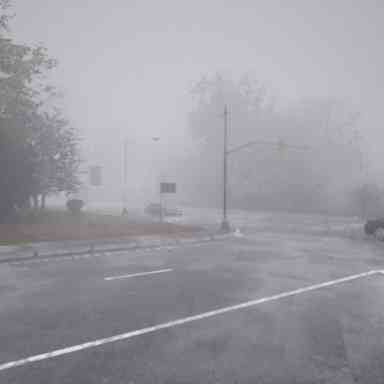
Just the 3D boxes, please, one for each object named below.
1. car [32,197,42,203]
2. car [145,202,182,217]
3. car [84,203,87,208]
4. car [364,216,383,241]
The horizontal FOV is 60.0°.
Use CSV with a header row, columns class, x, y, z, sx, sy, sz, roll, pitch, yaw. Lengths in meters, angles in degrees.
class,x,y,z,sx,sy,sz,roll,pitch,yaw
car,-33.566,1.649,71.743,1.882,1.535,5.008,1,0,-39
car,-2.901,1.769,33.411,1.837,1.490,4.892,1,0,-39
car,-18.242,1.751,52.586,1.994,1.385,4.181,1,0,-39
car,11.026,1.718,16.002,1.882,1.535,5.008,1,0,-39
